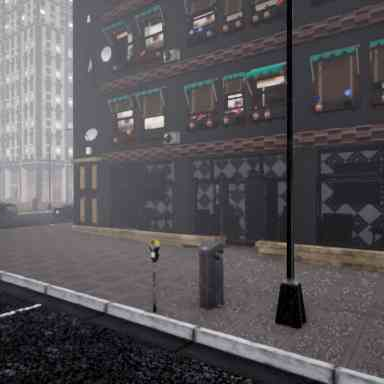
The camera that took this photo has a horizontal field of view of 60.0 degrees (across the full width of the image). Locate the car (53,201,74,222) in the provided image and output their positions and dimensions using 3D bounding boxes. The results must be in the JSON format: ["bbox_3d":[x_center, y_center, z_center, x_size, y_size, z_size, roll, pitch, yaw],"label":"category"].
[{"bbox_3d":[-7.349,1.279,22.815,1.947,1.339,4.313,1,1,35],"label":"car"}]

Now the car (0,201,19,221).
[{"bbox_3d":[-14.404,1.303,22.549,2.128,1.511,4.902,0,1,32],"label":"car"}]
